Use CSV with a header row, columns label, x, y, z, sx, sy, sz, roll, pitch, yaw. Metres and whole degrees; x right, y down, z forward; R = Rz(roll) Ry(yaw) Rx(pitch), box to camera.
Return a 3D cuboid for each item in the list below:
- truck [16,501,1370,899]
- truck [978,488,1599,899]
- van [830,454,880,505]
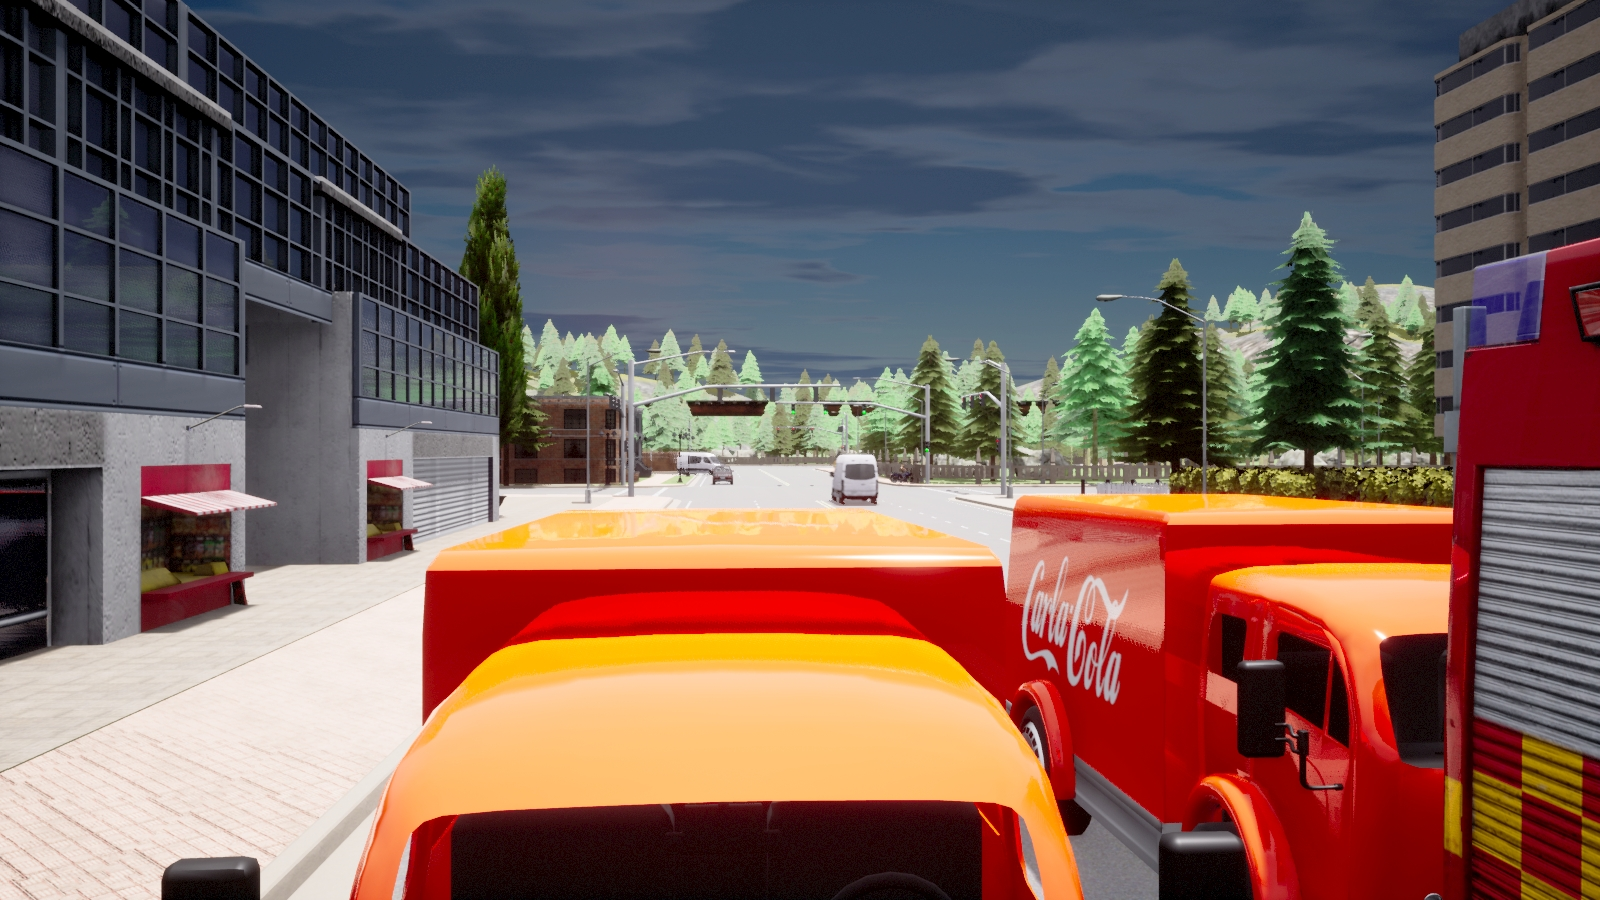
label,x,y,z,sx,sy,sz,roll,pitch,yaw
truck,-0.347,1.568,4.821,2.627,2.467,5.204,0,0,-4
truck,3.003,1.568,7.234,2.627,2.467,5.204,0,0,-4
van,2.888,1.535,61.209,1.988,2.561,5.915,0,0,-4
